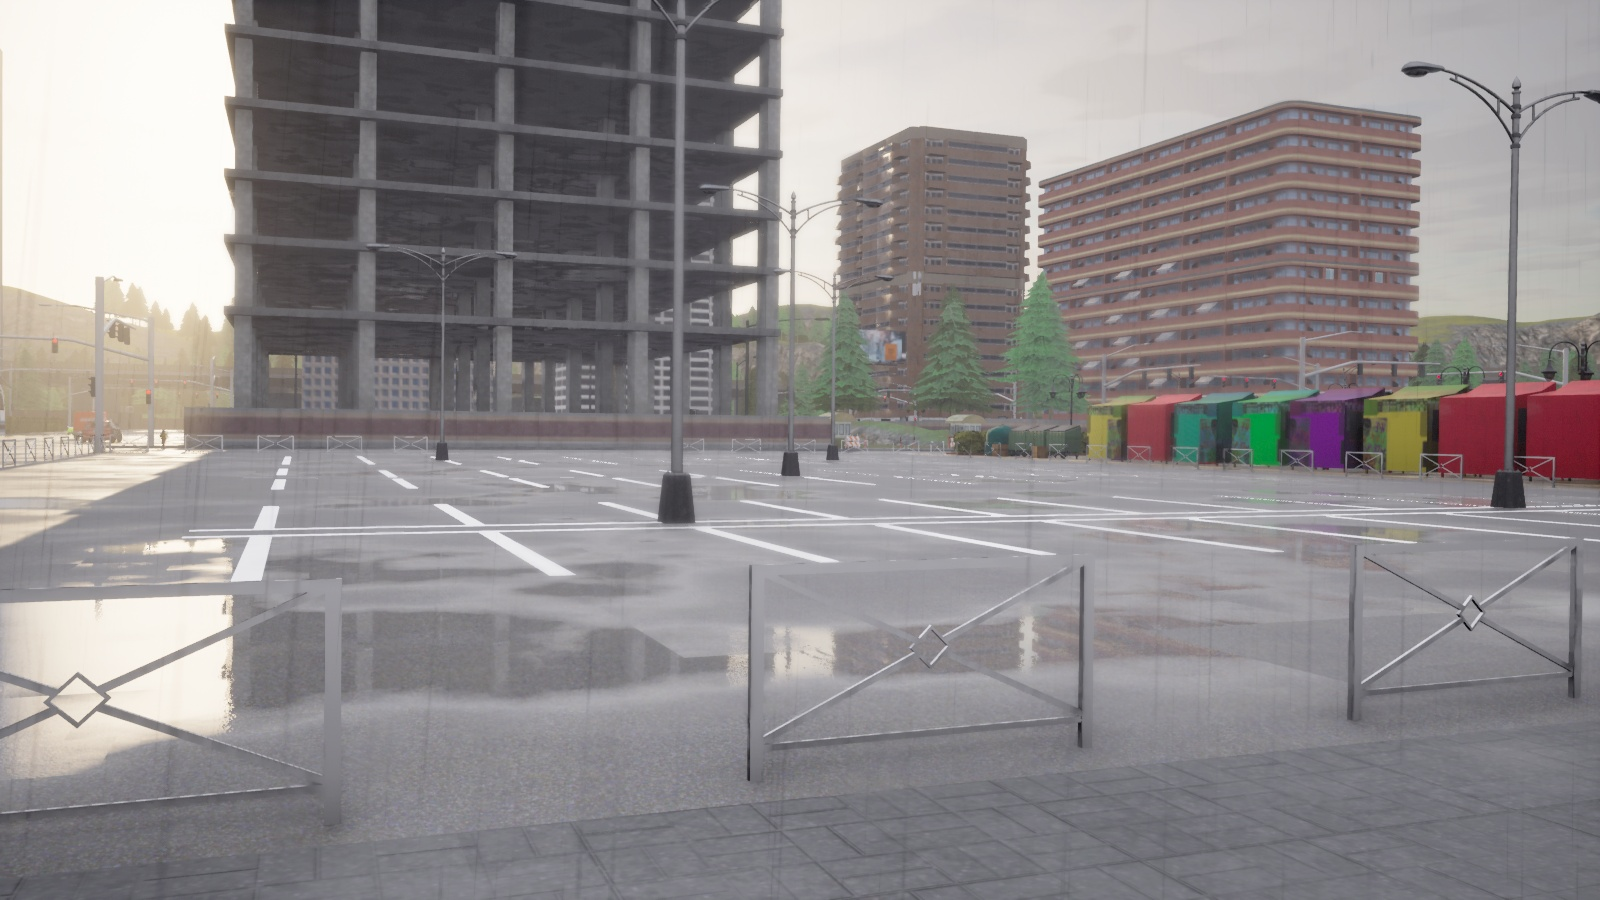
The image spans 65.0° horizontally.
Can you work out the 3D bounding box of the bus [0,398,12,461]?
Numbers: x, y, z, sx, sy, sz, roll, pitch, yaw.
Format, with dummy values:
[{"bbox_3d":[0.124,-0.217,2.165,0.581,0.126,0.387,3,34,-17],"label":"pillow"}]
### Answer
[{"bbox_3d":[-54.720,-1.317,81.763,3.944,4.253,10.273,-1,1,-22],"label":"bus"}]
